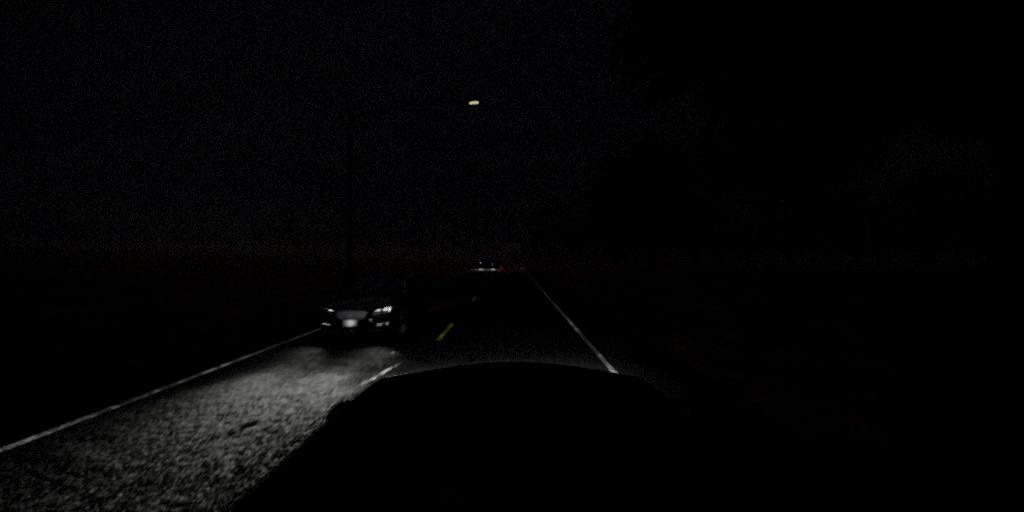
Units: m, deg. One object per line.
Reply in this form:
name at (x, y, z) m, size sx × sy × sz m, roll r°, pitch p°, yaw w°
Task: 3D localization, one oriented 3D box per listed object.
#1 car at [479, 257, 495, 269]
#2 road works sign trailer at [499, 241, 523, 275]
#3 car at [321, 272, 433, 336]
car at (-3.564, 0.960, 52.402) m, size 2.097 × 1.767 × 4.553 m, roll 0°, pitch 0°, yaw 0°
road works sign trailer at (0.012, 0.159, 38.597) m, size 2.380 × 3.560 × 2.880 m, roll 0°, pitch 0°, yaw 1°
car at (-3.598, 1.235, 10.424) m, size 2.128 × 1.511 × 4.902 m, roll 0°, pitch 0°, yaw 0°
